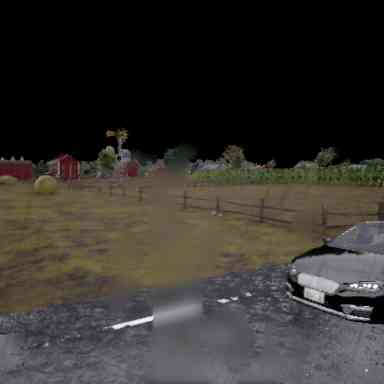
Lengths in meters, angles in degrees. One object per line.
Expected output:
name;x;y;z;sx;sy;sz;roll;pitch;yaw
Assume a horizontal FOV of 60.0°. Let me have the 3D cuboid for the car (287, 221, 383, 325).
car;3.982;1.369;6.677;4.902;1.511;2.128;0;2;-34
